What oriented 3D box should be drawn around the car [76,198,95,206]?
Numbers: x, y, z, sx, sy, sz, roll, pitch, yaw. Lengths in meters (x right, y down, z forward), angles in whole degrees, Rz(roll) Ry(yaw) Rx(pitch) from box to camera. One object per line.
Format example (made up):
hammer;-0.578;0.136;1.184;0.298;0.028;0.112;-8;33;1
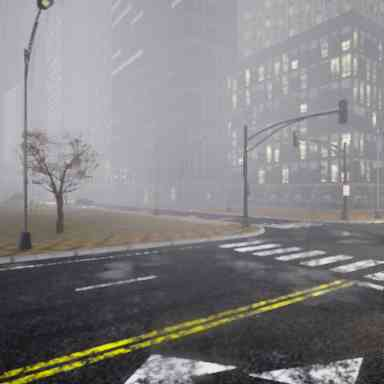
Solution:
car;-18.196;1.645;56.718;1.895;1.301;4.718;0;0;-35
